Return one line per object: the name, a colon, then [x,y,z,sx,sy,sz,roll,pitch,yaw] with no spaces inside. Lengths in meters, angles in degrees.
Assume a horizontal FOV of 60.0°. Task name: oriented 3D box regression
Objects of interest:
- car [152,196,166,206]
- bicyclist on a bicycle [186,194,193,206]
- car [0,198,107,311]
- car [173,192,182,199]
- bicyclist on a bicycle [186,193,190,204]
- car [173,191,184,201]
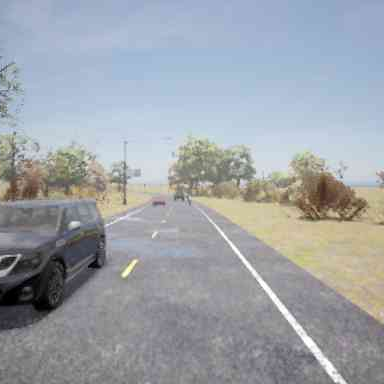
car: [-4.833,1.271,48.872,1.882,1.535,5.008,0,1,-3]
bicyclist on a bicycle: [-0.256,1.229,47.943,0.866,1.612,1.509,0,0,-3]
car: [-3.648,1.191,8.023,2.150,2.045,5.566,0,0,-1]
car: [-3.814,0.805,86.544,2.097,1.767,4.553,0,0,-5]
bicyclist on a bicycle: [-0.711,1.122,56.739,0.659,1.776,1.843,0,1,-3]
car: [-2.871,0.883,74.702,2.150,2.045,5.566,0,0,-5]
